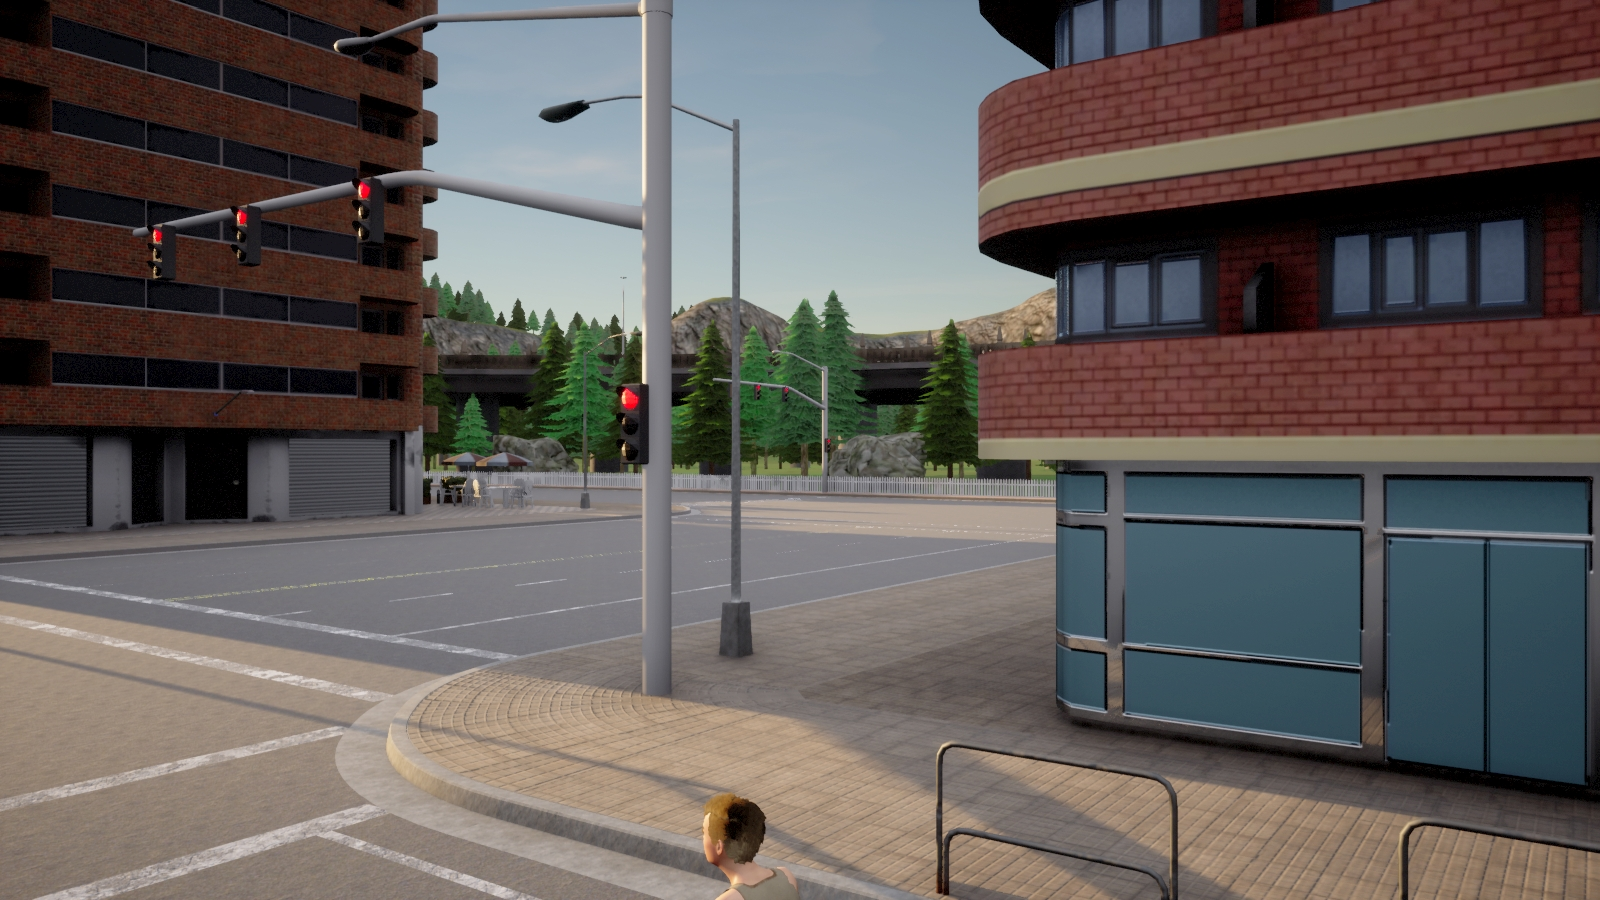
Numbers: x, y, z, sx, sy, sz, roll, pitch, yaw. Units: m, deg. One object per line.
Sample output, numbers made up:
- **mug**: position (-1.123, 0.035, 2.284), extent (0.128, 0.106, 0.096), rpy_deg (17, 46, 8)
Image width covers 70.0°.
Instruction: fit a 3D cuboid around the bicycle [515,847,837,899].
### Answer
- **bicycle**: position (-0.301, 2.233, 4.022), extent (1.487, 1.126, 0.859), rpy_deg (0, 0, 35)
